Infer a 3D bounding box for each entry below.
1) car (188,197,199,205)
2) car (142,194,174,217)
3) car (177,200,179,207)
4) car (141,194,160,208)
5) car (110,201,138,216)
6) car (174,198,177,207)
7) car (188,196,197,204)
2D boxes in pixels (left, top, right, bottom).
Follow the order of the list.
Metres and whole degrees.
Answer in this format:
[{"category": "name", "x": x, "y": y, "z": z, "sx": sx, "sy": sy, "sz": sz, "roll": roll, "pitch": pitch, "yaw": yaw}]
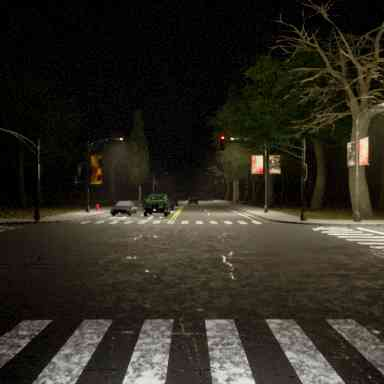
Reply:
[{"category": "car", "x": 0.228, "y": 1.674, "z": 62.258, "sx": 2.128, "sy": 1.511, "sz": 4.902, "roll": 0, "pitch": 0, "yaw": 0}, {"category": "car", "x": -3.285, "y": 1.241, "z": 32.113, "sx": 2.150, "sy": 2.045, "sz": 5.566, "roll": 0, "pitch": 0, "yaw": 0}, {"category": "car", "x": -3.222, "y": 1.652, "z": 55.186, "sx": 1.812, "sy": 1.442, "sz": 4.674, "roll": 0, "pitch": 0, "yaw": 0}, {"category": "car", "x": -6.487, "y": 1.329, "z": 52.515, "sx": 2.150, "sy": 2.045, "sz": 5.566, "roll": 0, "pitch": 0, "yaw": 0}, {"category": "car", "x": -6.534, "y": 1.567, "z": 32.658, "sx": 2.033, "sy": 1.411, "sz": 5.357, "roll": 0, "pitch": 0, "yaw": 0}, {"category": "car", "x": -3.258, "y": 1.609, "z": 41.524, "sx": 1.994, "sy": 1.385, "sz": 4.181, "roll": 0, "pitch": 0, "yaw": 1}, {"category": "car", "x": 0.197, "y": 1.741, "z": 72.625, "sx": 1.882, "sy": 1.535, "sz": 5.008, "roll": 0, "pitch": 0, "yaw": 0}]
